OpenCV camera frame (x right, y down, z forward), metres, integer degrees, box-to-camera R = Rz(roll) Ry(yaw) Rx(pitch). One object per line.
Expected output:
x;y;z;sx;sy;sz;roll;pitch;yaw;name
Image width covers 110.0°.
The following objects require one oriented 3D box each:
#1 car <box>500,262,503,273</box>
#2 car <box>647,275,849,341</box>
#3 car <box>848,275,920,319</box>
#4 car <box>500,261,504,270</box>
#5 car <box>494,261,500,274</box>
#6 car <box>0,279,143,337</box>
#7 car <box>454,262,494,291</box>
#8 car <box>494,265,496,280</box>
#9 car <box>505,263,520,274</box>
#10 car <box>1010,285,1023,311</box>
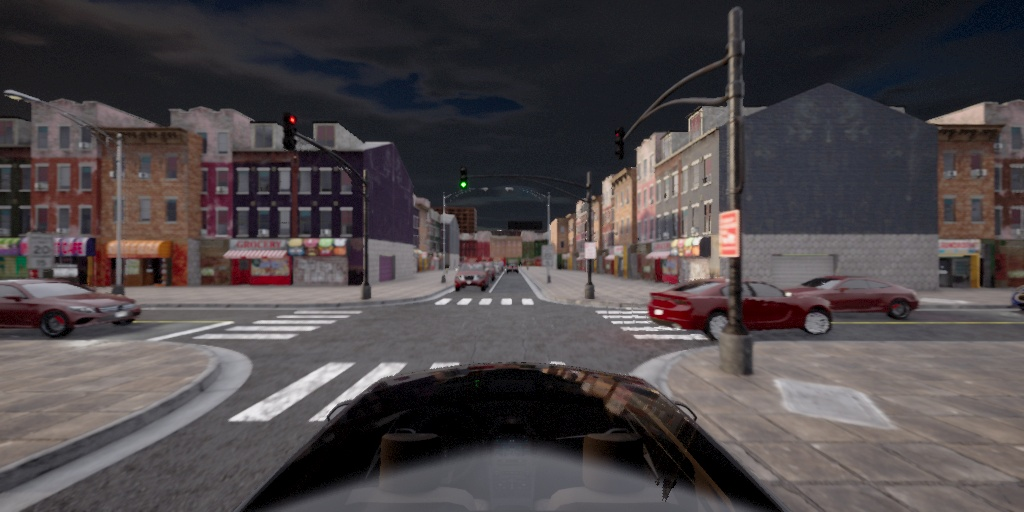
-2.658;1.940;51.697;2.007;1.370;4.403;0;0;0;car
6.332;1.352;10.053;5.008;1.535;1.882;0;-2;-12;car
11.748;1.421;12.941;4.674;1.442;1.812;0;0;2;car
-2.660;1.988;56.954;1.751;1.417;4.829;0;0;0;car
-2.652;1.488;35.418;2.192;1.841;5.009;0;0;0;car
-13.342;1.379;10.065;4.674;1.442;1.812;0;0;-1;car
-2.647;1.348;24.566;2.192;1.841;5.009;0;0;0;car
-2.649;1.669;29.991;1.948;1.339;4.313;0;0;0;car
0.079;1.945;55.416;1.837;1.490;4.892;0;-1;0;car
21.321;1.261;12.931;4.553;1.767;2.097;0;0;0;car
